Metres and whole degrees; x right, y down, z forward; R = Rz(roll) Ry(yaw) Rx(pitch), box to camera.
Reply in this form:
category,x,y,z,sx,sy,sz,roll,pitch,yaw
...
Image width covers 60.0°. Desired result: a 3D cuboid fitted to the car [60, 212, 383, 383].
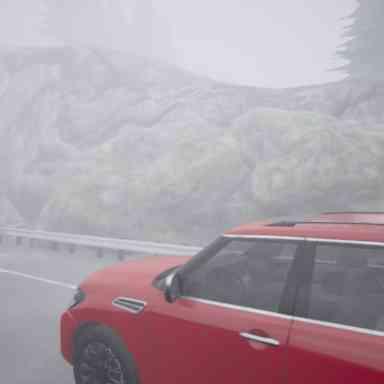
category,x,y,z,sx,sy,sz,roll,pitch,yaw
car,1.148,1.214,3.084,5.566,2.045,2.150,0,0,35
